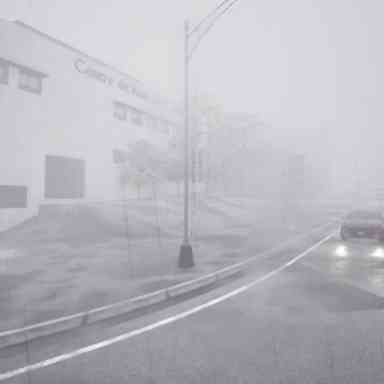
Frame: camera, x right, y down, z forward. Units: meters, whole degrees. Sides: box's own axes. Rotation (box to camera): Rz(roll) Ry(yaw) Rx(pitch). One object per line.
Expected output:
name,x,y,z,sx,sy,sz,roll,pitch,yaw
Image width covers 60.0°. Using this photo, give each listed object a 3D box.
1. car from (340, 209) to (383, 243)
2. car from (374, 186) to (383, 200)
car,9.029,1.649,17.429,1.882,1.535,5.008,-1,-1,31
car,30.550,0.151,53.191,2.150,2.045,5.566,-1,4,32
